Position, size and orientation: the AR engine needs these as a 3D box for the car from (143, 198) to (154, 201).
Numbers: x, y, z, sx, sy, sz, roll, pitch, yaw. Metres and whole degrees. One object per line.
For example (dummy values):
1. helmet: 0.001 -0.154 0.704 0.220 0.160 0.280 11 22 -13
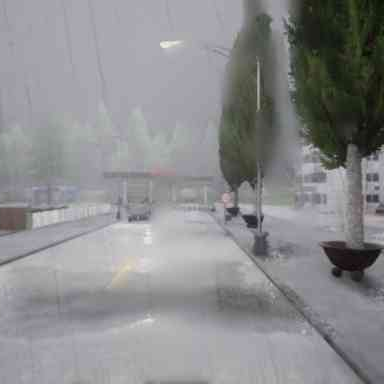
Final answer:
1. car: -9.106 2.001 72.655 3.633 1.501 1.845 0 0 0

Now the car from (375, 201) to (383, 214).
1. car: 23.506 1.828 37.678 4.536 1.218 1.853 0 -1 30

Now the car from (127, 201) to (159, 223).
1. car: -4.095 1.730 27.595 1.837 1.490 4.892 0 -1 0

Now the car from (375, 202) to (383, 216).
1. car: 23.551 1.986 37.651 4.974 1.542 2.038 0 -1 30

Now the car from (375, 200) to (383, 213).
1. car: 23.892 1.765 40.450 1.845 1.501 3.633 0 0 11
